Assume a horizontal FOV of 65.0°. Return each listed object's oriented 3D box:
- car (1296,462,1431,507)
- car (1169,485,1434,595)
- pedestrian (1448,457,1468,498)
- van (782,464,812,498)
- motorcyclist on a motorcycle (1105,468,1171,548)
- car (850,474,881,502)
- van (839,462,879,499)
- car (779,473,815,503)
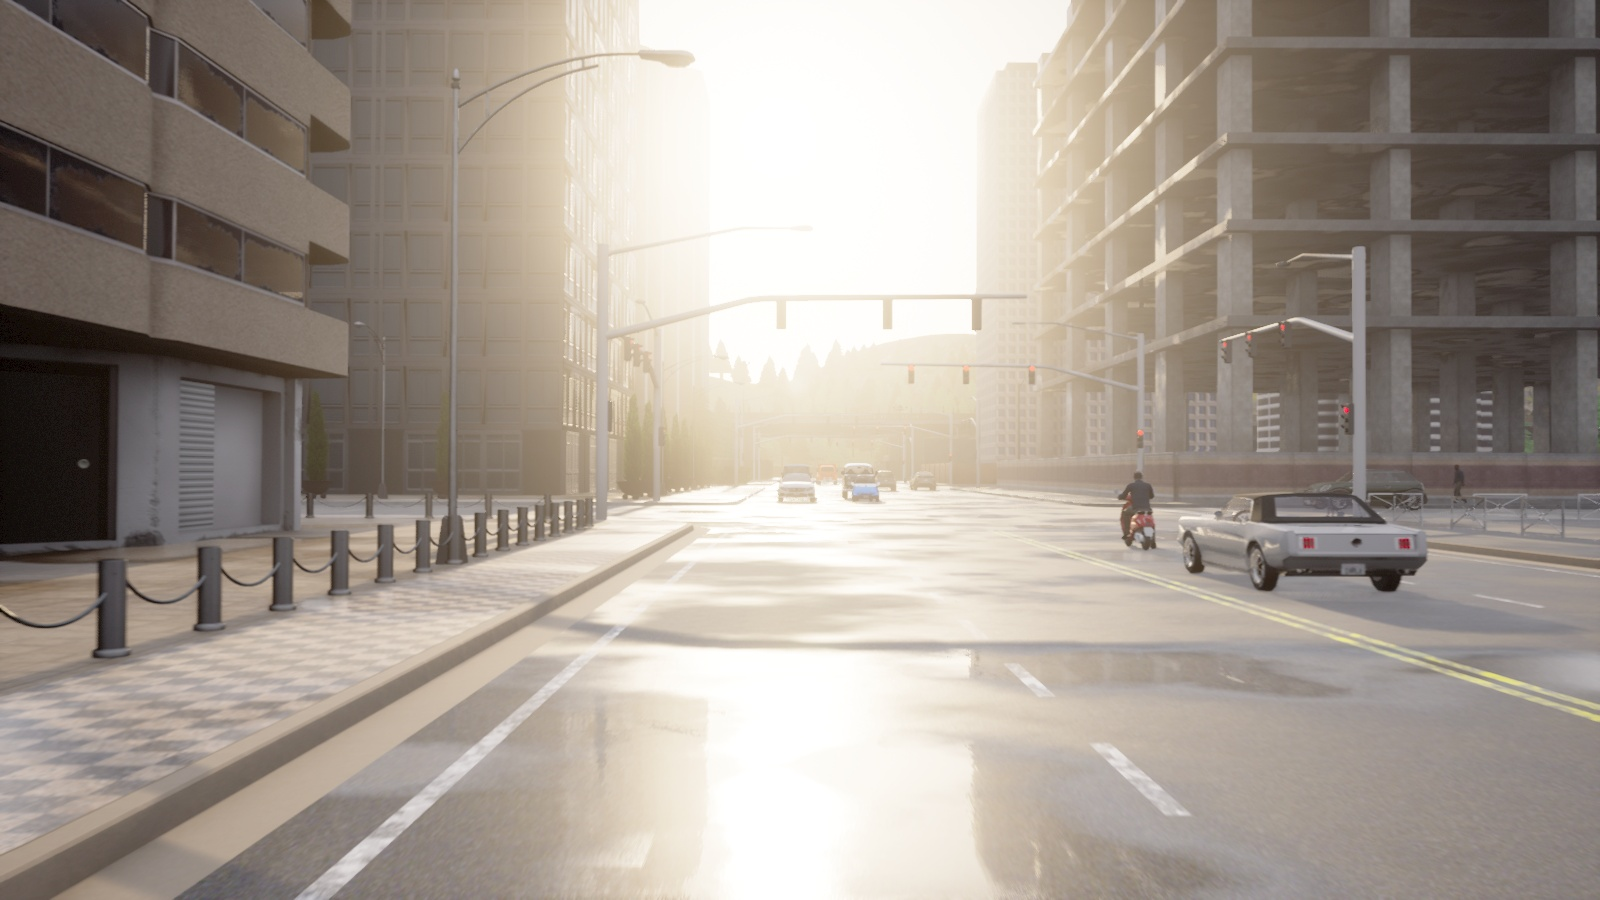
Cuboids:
[{"bbox_3d":[22.938,1.384,51.257,4.553,1.767,2.097,0,-1,0],"label":"car"},{"bbox_3d":[6.956,1.189,18.042,1.895,1.301,4.718,0,-1,0],"label":"car"},{"bbox_3d":[29.638,1.248,56.579,0.726,1.835,0.370,0,-1,12],"label":"pedestrian"},{"bbox_3d":[-0.184,1.826,75.121,1.775,1.987,4.442,0,-1,0],"label":"van"},{"bbox_3d":[6.937,1.173,25.857,0.866,1.590,1.817,0,-1,0],"label":"motorcyclist on a motorcycle"},{"bbox_3d":[3.343,1.937,64.588,1.481,1.376,2.207,0,-1,0],"label":"car"},{"bbox_3d":[3.324,1.729,71.863,2.069,2.038,4.480,0,-1,0],"label":"van"},{"bbox_3d":[-0.156,1.919,64.378,1.812,1.442,4.674,0,-1,0],"label":"car"}]
